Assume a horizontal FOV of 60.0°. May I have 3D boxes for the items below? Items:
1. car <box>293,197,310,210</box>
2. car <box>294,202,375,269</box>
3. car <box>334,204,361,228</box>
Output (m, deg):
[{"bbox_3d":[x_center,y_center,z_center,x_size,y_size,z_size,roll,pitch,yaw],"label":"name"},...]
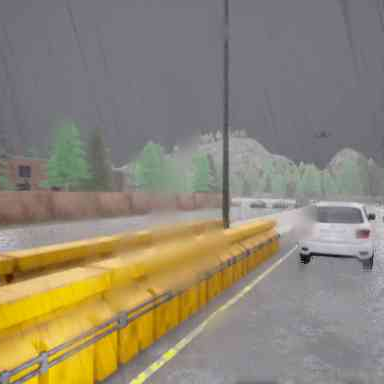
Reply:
[{"bbox_3d":[18.082,1.857,54.567,2.150,2.045,5.566,0,-1,23],"label":"car"},{"bbox_3d":[5.334,1.370,12.129,2.150,2.045,5.566,0,0,27],"label":"car"},{"bbox_3d":[12.512,1.830,26.600,1.837,1.490,4.892,0,0,27],"label":"car"}]
